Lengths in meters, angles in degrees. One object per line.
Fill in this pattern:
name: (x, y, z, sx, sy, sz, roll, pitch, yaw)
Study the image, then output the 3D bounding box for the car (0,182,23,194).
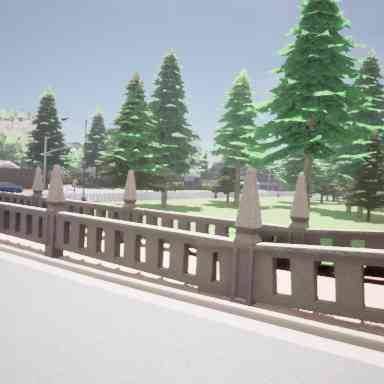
car: (-21.343, -0.343, 36.968, 1.812, 1.442, 4.674, 4, 2, 37)
